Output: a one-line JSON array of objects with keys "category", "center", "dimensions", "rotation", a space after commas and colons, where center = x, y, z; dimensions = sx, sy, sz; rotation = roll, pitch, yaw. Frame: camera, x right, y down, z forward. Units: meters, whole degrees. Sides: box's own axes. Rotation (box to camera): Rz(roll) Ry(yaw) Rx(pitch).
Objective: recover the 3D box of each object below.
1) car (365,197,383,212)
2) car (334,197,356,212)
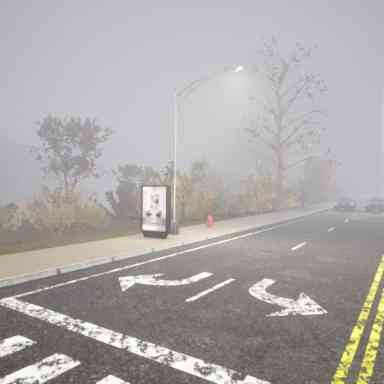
[{"category": "car", "center": [21.253, 1.393, 38.326], "dimensions": [2.097, 1.767, 4.553], "rotation": [0, 0, 30]}, {"category": "car", "center": [18.438, 1.390, 39.950], "dimensions": [2.097, 1.767, 4.553], "rotation": [0, 0, 30]}]
